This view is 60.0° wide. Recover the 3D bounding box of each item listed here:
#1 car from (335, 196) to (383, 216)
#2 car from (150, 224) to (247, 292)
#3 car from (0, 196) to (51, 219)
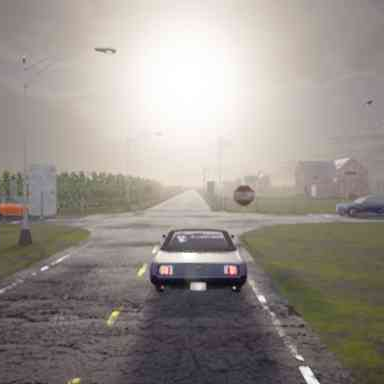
[{"bbox_3d":[13.277,1.048,25.143,4.674,1.442,1.812,-1,1,0],"label":"car"},{"bbox_3d":[0.158,1.478,8.530,1.895,1.301,4.718,0,1,1],"label":"car"},{"bbox_3d":[-13.127,1.107,25.507,4.553,1.767,2.097,0,1,7],"label":"car"}]
